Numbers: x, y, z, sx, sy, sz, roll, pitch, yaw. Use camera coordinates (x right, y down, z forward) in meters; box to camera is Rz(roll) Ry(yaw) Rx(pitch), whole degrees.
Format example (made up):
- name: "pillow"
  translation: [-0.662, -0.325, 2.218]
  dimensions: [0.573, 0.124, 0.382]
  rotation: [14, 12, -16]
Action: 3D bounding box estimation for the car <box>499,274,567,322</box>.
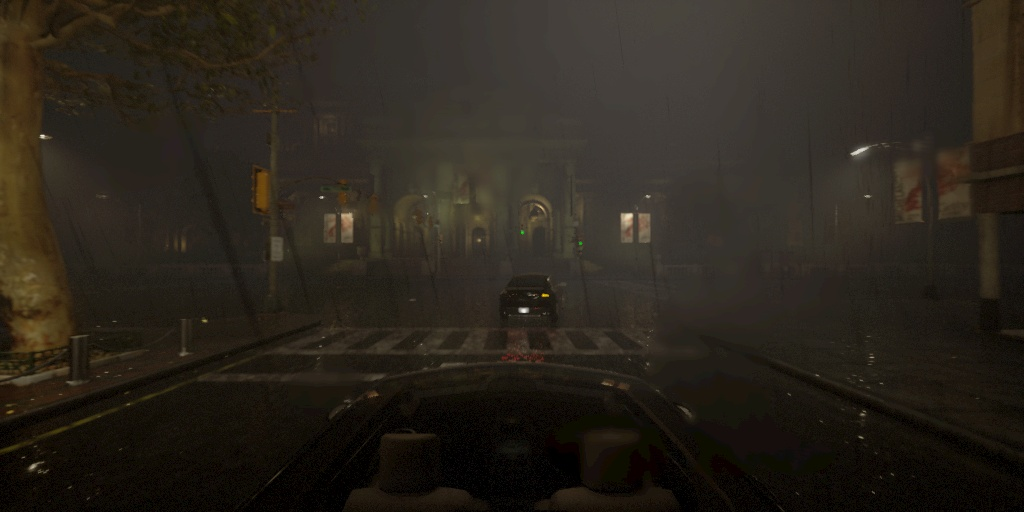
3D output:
- name: "car"
  translation: [0.849, 1.380, 12.978]
  dimensions: [1.837, 1.490, 4.892]
  rotation: [-1, -1, 12]
